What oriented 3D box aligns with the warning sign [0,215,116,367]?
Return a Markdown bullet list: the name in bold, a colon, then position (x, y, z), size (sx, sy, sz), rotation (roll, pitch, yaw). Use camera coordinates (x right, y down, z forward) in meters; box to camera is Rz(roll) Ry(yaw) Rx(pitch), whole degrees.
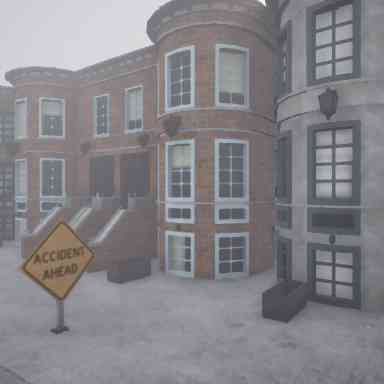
- **warning sign**: position (-2.036, 1.335, 5.137), size (1.060, 1.860, 1.300), rotation (0, 0, 36)
